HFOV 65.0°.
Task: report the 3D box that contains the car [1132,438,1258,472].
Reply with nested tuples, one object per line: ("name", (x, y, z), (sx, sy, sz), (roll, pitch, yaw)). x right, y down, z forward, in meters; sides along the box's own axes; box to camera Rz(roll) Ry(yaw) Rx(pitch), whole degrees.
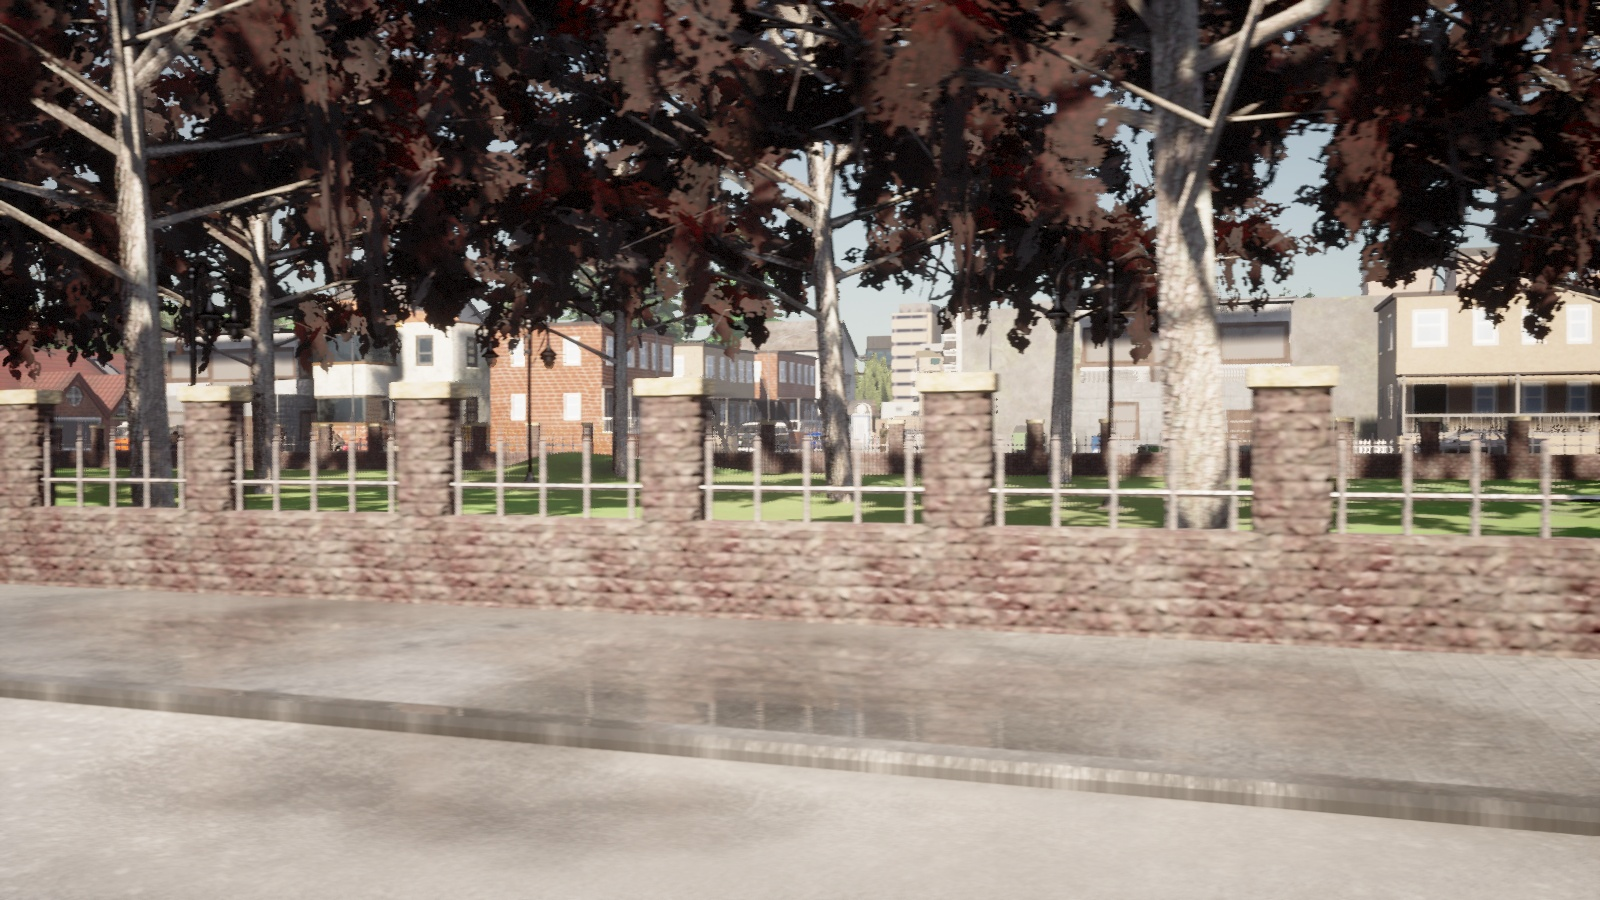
("car", (15.826, 0.180, 50.386), (4.718, 1.301, 1.895), (1, 1, 19))

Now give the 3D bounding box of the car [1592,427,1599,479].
("car", (29.192, 0.128, 41.643), (4.553, 1.767, 2.097), (1, 1, 19))

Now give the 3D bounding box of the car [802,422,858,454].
("car", (2.052, -0.786, 83.753), (2.150, 2.045, 5.566), (1, 1, 19))

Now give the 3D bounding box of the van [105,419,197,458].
("van", (-34.886, -0.632, 67.529), (4.442, 1.987, 1.775), (1, 1, 19))

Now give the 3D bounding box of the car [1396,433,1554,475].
("car", (25.261, 0.122, 47.196), (4.902, 1.511, 2.128), (1, 1, 19))

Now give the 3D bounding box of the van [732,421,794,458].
("van", (-2.085, -0.601, 71.514), (2.069, 2.038, 4.480), (1, 1, 19))

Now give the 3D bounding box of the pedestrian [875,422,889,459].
("pedestrian", (4.379, -0.516, 66.741), (0.395, 1.930, 0.692), (1, 1, 42))
